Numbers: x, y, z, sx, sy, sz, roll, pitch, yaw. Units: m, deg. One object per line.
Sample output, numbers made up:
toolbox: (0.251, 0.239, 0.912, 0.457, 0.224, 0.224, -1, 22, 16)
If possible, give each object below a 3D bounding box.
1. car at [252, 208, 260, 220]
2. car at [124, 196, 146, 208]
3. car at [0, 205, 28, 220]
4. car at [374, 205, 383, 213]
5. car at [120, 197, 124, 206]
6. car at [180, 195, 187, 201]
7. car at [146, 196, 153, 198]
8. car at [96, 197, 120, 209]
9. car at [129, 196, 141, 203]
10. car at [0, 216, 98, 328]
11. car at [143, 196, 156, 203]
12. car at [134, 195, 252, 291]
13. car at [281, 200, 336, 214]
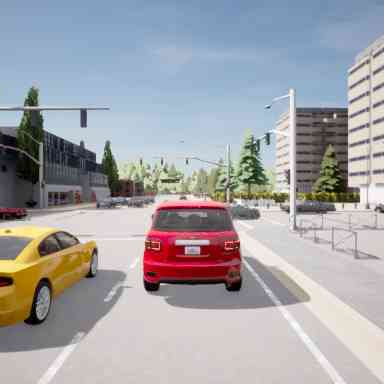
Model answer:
car: (3.415, 1.564, 27.040, 4.181, 1.385, 1.994, 0, 0, -3)
car: (-8.390, 1.505, 49.279, 1.837, 1.490, 4.892, 0, 0, -2)
car: (-15.433, 1.601, 25.870, 4.718, 1.301, 1.895, 0, 0, -2)
car: (22.167, 1.547, 34.885, 5.357, 1.411, 2.033, 0, 0, -2)
car: (-12.063, 1.547, 56.111, 2.033, 1.411, 5.357, 0, 0, -1)
car: (-2.336, 1.524, 87.193, 1.812, 1.442, 4.674, 0, 0, -2)
car: (-8.648, 1.492, 59.490, 2.128, 1.511, 4.902, 0, 0, -1)
car: (-11.793, 1.492, 45.859, 2.128, 1.511, 4.902, 0, 0, -2)
car: (-12.445, 1.595, 72.830, 1.895, 1.301, 4.718, 0, 0, -2)
car: (-3.478, 1.478, 7.125, 1.882, 1.535, 5.008, 0, 0, 0)
car: (-8.862, 1.540, 69.854, 2.033, 1.411, 5.357, 0, 0, -2)
car: (0.016, 1.221, 9.112, 2.150, 2.045, 5.566, 0, 0, 0)
car: (12.084, 1.547, 34.580, 5.357, 1.411, 2.033, 0, 0, -2)
